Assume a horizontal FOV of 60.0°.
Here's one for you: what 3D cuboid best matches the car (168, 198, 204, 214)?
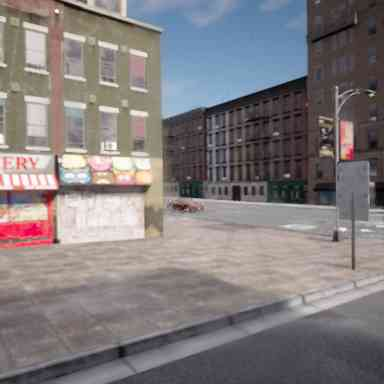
[{"bbox_3d":[-0.716,1.384,35.578,1.882,1.535,5.008,-1,1,-36],"label":"car"}]
